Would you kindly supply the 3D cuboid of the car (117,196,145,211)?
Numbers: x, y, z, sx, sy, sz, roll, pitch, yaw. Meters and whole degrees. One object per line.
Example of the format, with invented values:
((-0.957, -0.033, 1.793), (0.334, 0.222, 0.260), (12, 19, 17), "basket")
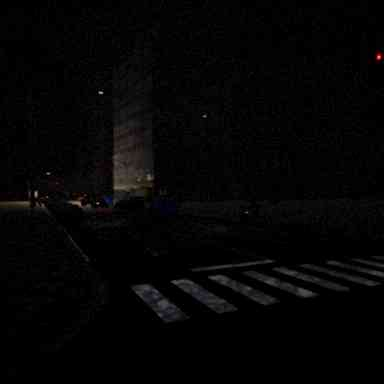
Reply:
((-7.460, 1.463, 42.115), (2.192, 1.841, 5.009), (1, -1, -25), "car")

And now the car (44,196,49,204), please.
((-22.199, 1.676, 53.248), (1.967, 1.590, 4.097), (1, -1, -25), "car")

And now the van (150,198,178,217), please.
((-2.768, 1.443, 32.253), (1.690, 1.788, 3.998), (1, -1, -25), "van")

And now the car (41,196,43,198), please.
((-29.237, 1.895, 68.035), (2.008, 1.369, 4.403), (1, -1, -25), "car")

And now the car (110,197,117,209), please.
((-9.808, 1.723, 47.043), (2.008, 1.369, 4.403), (1, -1, -25), "car")

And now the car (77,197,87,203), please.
((-28.575, 2.018, 86.484), (1.887, 1.381, 4.507), (0, -1, -25), "car")

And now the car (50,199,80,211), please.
((-12.817, 1.681, 33.526), (2.008, 1.369, 4.403), (1, -1, -25), "car")

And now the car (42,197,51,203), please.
((-36.200, 2.005, 82.670), (1.752, 1.417, 4.829), (0, -1, -25), "car")

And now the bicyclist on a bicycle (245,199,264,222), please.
((4.474, 1.364, 23.915), (1.656, 1.620, 0.582), (0, 0, -25), "bicyclist on a bicycle")

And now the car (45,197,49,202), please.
((-19.855, 1.757, 48.317), (2.008, 1.369, 4.403), (1, -1, -25), "car")

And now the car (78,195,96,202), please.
((-17.958, 1.468, 58.178), (2.150, 2.045, 5.566), (0, 0, -25), "car")

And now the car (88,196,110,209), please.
((-13.562, 1.717, 48.928), (1.812, 1.442, 4.674), (0, 0, -26), "car")

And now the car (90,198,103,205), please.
((-19.192, 1.843, 66.764), (1.887, 1.381, 4.507), (1, -1, -25), "car")

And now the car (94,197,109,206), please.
((-16.845, 1.702, 61.835), (1.967, 1.590, 4.097), (1, -1, -25), "car")

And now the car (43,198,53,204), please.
((-31.583, 1.952, 72.964), (1.947, 1.339, 4.313), (1, -1, -25), "car")

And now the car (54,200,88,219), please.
((-10.471, 1.654, 28.597), (1.887, 1.381, 4.507), (1, -1, -25), "car")

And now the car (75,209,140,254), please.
((-3.435, 1.606, 13.808), (2.008, 1.369, 4.403), (1, -1, -25), "car")

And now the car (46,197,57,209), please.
((-17.509, 1.730, 43.387), (2.008, 1.369, 4.403), (1, -1, -25), "car")
